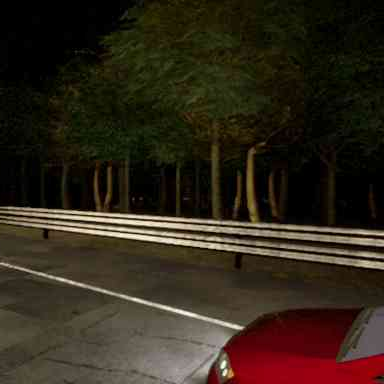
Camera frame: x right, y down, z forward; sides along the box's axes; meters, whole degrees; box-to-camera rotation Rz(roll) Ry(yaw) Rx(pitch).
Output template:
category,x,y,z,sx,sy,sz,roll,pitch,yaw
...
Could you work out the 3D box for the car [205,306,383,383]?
category,x,y,z,sx,sy,sz,roll,pitch,yaw
car,2.151,1.567,2.456,4.181,1.385,1.994,0,0,36
